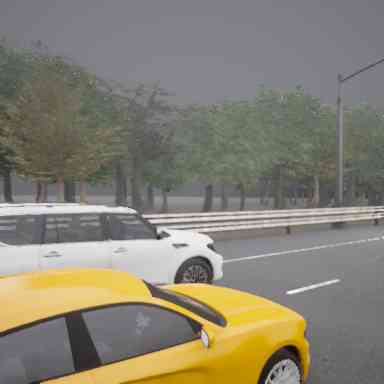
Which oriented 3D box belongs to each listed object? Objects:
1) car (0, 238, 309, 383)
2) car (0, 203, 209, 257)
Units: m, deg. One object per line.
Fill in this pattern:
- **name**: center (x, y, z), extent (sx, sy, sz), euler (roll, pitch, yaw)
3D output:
- **car**: center (-0.968, 1.487, 3.056), extent (5.008, 1.535, 1.882), euler (1, 0, -36)
- **car**: center (-1.956, 1.244, 6.668), extent (5.566, 2.045, 2.150), euler (1, 0, -36)
